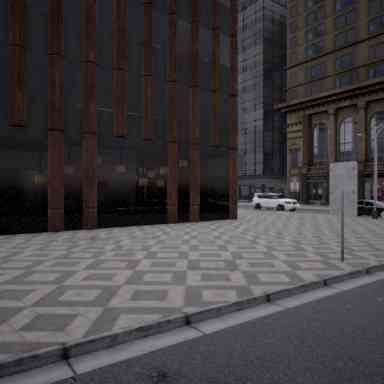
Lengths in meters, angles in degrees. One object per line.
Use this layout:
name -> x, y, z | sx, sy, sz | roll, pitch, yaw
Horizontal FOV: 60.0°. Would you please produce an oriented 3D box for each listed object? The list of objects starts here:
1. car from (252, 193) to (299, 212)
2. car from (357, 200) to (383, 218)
car -> 9.271, 1.142, 37.345 | 2.150, 2.045, 5.566 | 0, 0, -36
car -> 15.427, 1.454, 28.688 | 1.837, 1.490, 4.892 | 0, 0, -37
